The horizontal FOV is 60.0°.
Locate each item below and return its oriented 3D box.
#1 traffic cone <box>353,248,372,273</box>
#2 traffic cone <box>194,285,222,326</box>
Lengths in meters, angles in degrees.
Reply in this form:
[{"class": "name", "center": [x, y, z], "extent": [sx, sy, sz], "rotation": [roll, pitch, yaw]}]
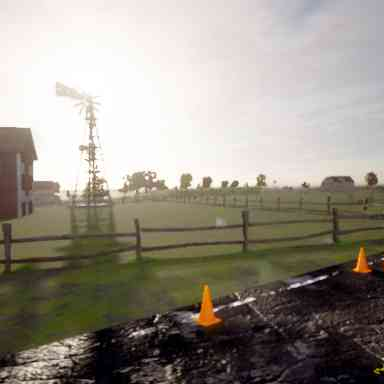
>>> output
[{"class": "traffic cone", "center": [4.333, 1.711, 8.463], "extent": [0.340, 0.580, 0.340], "rotation": [-2, 1, -35]}, {"class": "traffic cone", "center": [0.256, 1.858, 5.558], "extent": [0.340, 0.580, 0.340], "rotation": [-2, 1, -35]}]
